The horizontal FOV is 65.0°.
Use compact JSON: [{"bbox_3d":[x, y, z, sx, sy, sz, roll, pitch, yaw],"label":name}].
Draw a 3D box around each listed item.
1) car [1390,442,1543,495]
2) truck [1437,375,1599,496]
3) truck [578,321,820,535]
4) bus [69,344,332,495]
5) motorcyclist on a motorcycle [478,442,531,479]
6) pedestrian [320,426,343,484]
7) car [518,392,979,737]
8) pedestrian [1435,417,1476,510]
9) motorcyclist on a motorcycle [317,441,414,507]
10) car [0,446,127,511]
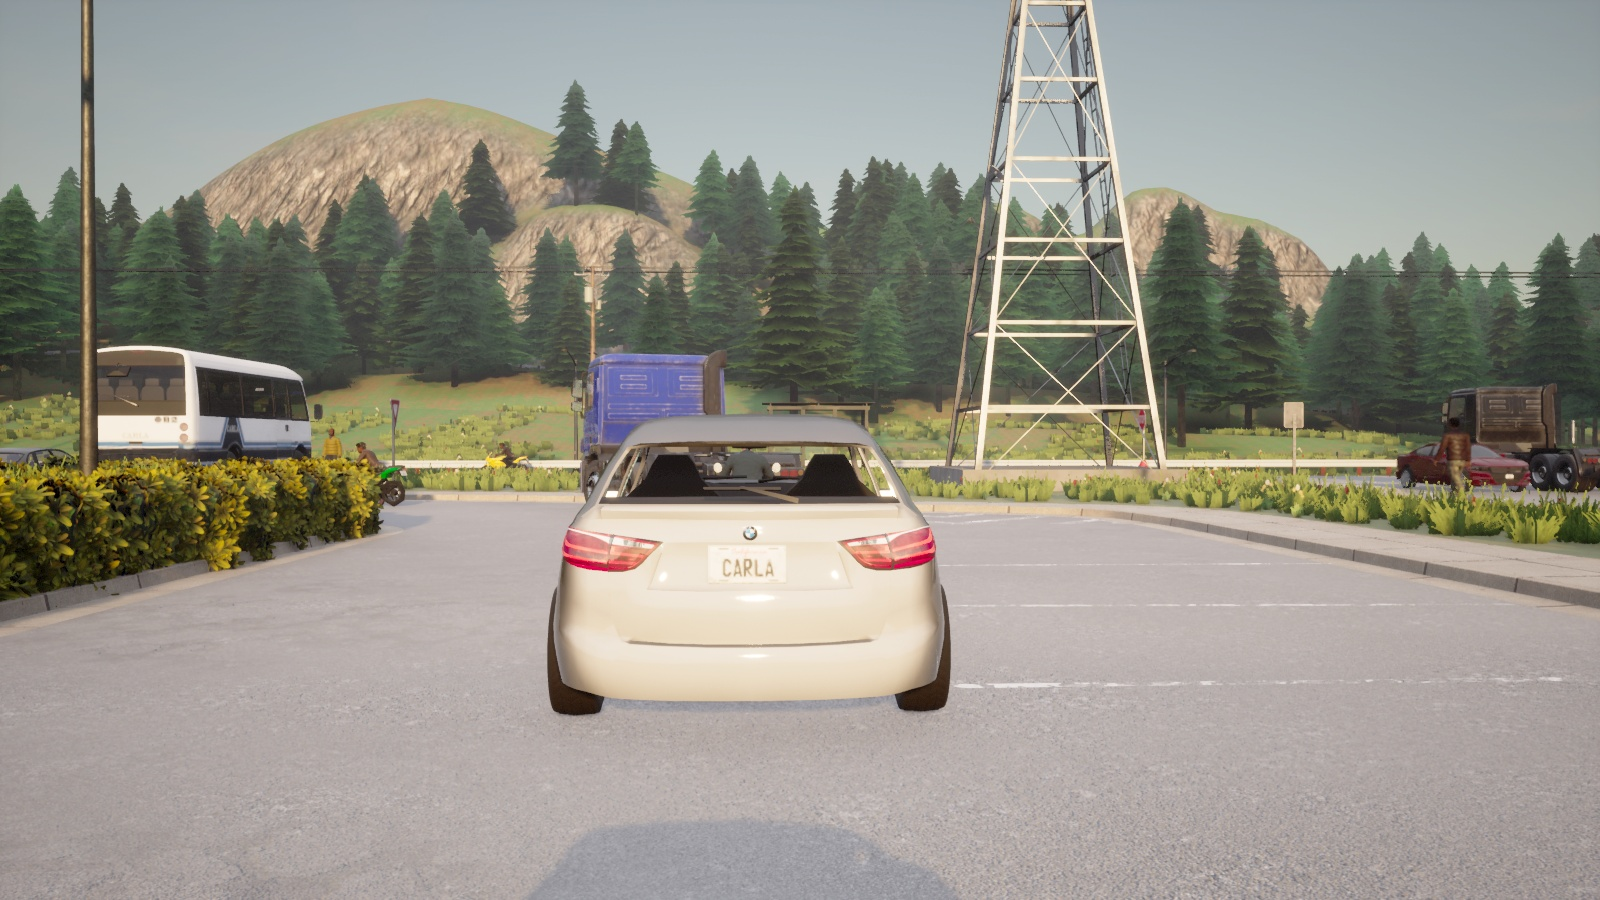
[{"bbox_3d":[20.509,0.521,38.930,1.882,1.535,5.008,0,0,-3],"label":"car"},{"bbox_3d":[23.981,-0.442,40.154,2.891,3.462,7.936,0,0,-3],"label":"truck"},{"bbox_3d":[-2.298,-0.376,24.568,2.891,3.462,7.936,0,0,-19],"label":"truck"},{"bbox_3d":[-18.828,-0.874,40.557,3.944,4.253,10.273,0,0,-2],"label":"bus"},{"bbox_3d":[-12.365,0.422,52.617,2.044,1.523,0.797,0,0,-2],"label":"motorcyclist on a motorcycle"},{"bbox_3d":[-15.053,0.162,40.371,0.370,1.835,0.726,0,0,10],"label":"pedestrian"},{"bbox_3d":[-0.339,0.543,8.422,2.242,1.667,4.611,0,0,-2],"label":"car"},{"bbox_3d":[13.173,0.270,25.229,0.431,1.840,0.703,0,0,-3],"label":"pedestrian"},{"bbox_3d":[-10.298,0.552,29.798,2.044,1.523,0.797,0,0,9],"label":"motorcyclist on a motorcycle"},{"bbox_3d":[-18.508,0.609,30.122,2.033,1.411,5.357,0,0,-2],"label":"car"}]
